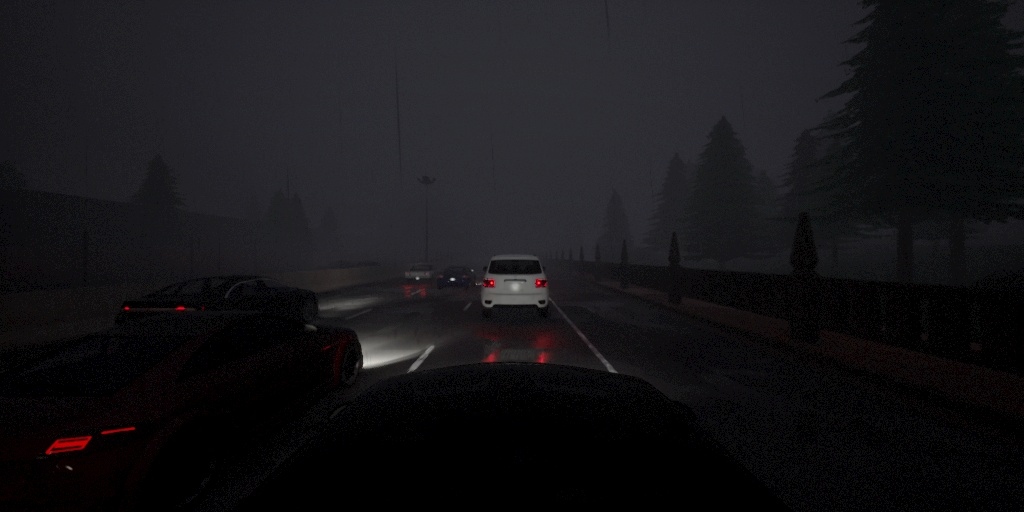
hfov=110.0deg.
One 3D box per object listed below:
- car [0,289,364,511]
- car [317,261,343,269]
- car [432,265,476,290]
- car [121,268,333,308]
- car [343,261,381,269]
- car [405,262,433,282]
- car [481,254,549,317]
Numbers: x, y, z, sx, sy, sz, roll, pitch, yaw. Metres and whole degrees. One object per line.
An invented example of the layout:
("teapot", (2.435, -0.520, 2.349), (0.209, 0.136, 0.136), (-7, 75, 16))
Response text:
("car", (-3.412, 1.314, 4.176), (1.994, 1.385, 4.181), (0, 0, 0))
("car", (-17.595, 1.239, 37.120), (2.128, 1.511, 4.902), (0, 0, 0))
("car", (-3.402, 1.310, 22.562), (1.994, 1.385, 4.181), (0, 0, 0))
("car", (-6.905, 1.241, 9.155), (2.128, 1.511, 4.902), (0, 0, 0))
("car", (-14.097, 1.252, 34.722), (1.837, 1.490, 4.892), (0, 0, 0))
("car", (-6.903, 1.347, 28.448), (1.895, 1.301, 4.718), (0, 0, 0))
("car", (0.099, 0.969, 13.248), (2.150, 2.045, 5.566), (0, 0, 0))
